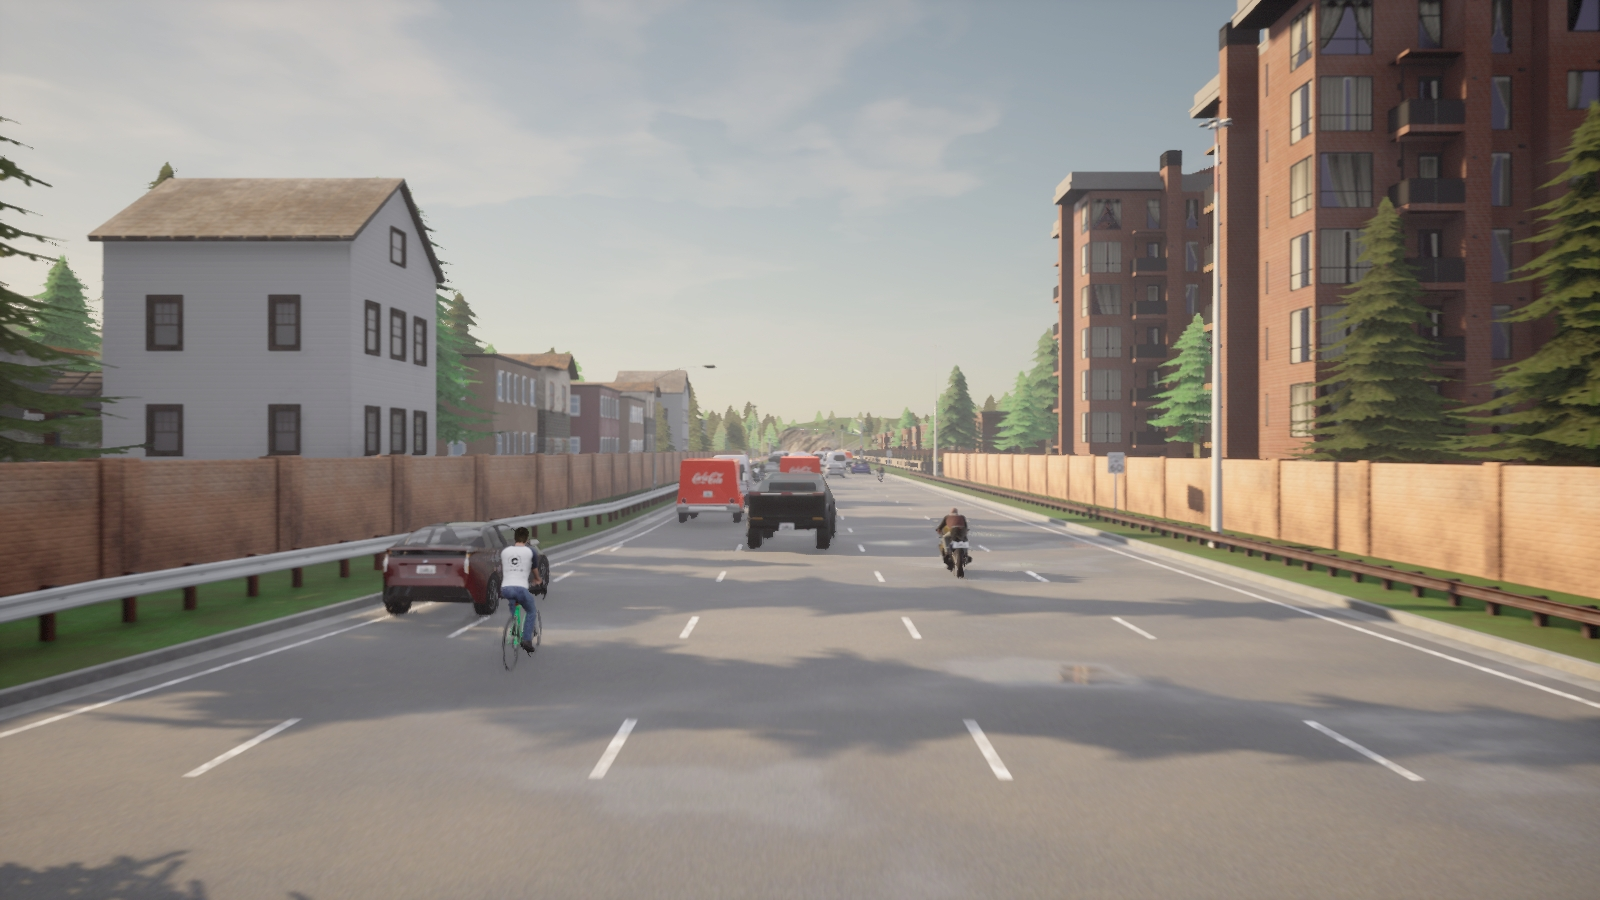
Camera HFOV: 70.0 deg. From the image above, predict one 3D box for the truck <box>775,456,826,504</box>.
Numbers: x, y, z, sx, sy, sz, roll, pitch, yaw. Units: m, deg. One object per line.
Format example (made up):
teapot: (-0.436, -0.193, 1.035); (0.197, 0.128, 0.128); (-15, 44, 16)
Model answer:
truck: (0.015, 1.570, 61.936); (2.627, 2.467, 5.204); (0, 0, 0)

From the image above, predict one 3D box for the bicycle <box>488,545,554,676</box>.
bicycle: (-3.636, 2.056, 14.987); (0.373, 1.496, 1.643); (0, -1, 3)

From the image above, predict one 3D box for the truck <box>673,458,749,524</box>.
truck: (-3.488, 1.568, 45.889); (2.627, 2.467, 5.204); (0, 0, 0)

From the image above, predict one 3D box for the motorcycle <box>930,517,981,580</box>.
motorcycle: (3.507, 2.205, 25.965); (0.867, 1.251, 2.209); (0, 0, 0)

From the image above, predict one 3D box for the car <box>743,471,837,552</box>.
car: (-0.173, 1.753, 34.412); (2.390, 2.098, 6.274); (0, 0, 4)

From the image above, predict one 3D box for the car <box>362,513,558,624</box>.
car: (-5.980, 2.040, 20.746); (2.007, 1.525, 4.514); (0, 0, 3)

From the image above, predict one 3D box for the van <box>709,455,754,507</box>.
van: (-3.490, 1.535, 59.244); (1.988, 2.561, 5.915); (0, 0, 0)
